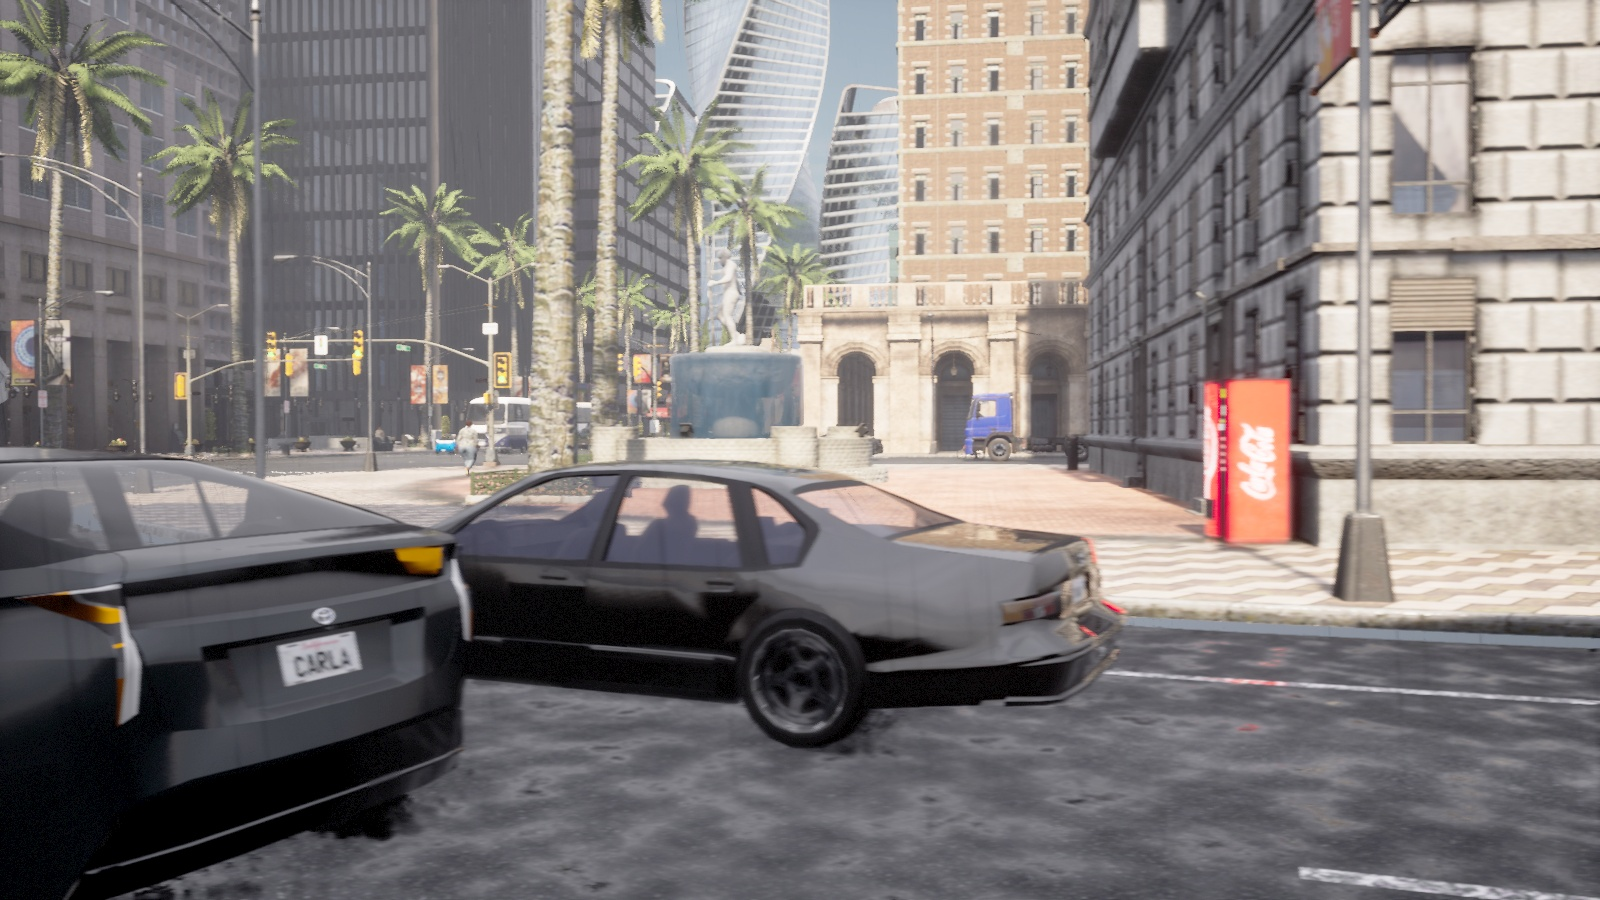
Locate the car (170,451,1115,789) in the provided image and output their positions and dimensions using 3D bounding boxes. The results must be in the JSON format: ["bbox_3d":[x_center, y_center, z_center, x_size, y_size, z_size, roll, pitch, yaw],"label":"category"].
[{"bbox_3d":[-1.012,0.752,7.555,5.357,1.411,2.033,1,1,24],"label":"car"}]

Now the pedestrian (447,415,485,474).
[{"bbox_3d":[-10.601,-0.183,39.878,0.874,1.855,0.900,0,1,7],"label":"pedestrian"}]

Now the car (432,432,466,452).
[{"bbox_3d":[-24.540,-0.591,87.839,1.481,1.376,2.207,0,1,9],"label":"car"}]

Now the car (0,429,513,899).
[{"bbox_3d":[-3.584,0.682,4.953,4.514,1.525,2.007,1,1,26],"label":"car"}]

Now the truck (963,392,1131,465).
[{"bbox_3d":[12.100,-1.080,61.968,7.936,3.462,2.891,0,1,9],"label":"truck"}]

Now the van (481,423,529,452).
[{"bbox_3d":[-20.843,-0.896,88.963,1.775,1.987,4.442,0,1,8],"label":"van"}]
